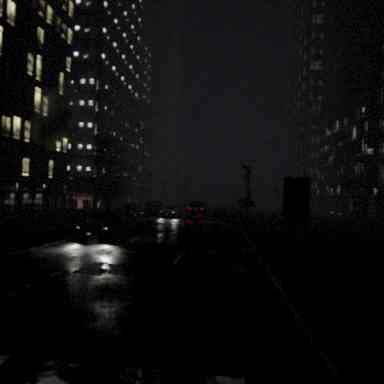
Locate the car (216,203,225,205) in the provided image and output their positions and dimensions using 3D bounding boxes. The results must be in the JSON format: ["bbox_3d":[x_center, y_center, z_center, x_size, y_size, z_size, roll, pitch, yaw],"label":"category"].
[{"bbox_3d":[4.519,2.842,52.962,1.947,1.339,4.313,2,-1,5],"label":"car"}]

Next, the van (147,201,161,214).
[{"bbox_3d":[-4.878,2.029,42.541,1.690,1.788,3.998,2,-1,5],"label":"van"}]

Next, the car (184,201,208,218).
[{"bbox_3d":[0.693,2.094,40.418,2.150,2.045,5.566,2,-1,6],"label":"car"}]

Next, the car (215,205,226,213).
[{"bbox_3d":[5.051,2.991,58.578,1.802,1.307,4.206,2,-1,5],"label":"car"}]

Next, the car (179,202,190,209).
[{"bbox_3d":[-1.684,3.053,76.223,1.947,1.339,4.313,2,-1,5],"label":"car"}]

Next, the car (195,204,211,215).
[{"bbox_3d":[1.779,2.642,52.221,2.128,1.511,4.902,2,-1,6],"label":"car"}]

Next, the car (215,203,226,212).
[{"bbox_3d":[5.590,2.983,64.196,1.967,1.590,4.097,2,-1,5],"label":"car"}]

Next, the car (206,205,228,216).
[{"bbox_3d":[2.918,2.441,36.115,1.947,1.339,4.313,2,-1,5],"label":"car"}]

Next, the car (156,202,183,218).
[{"bbox_3d":[-2.578,2.234,38.936,1.812,1.442,4.674,2,-1,6],"label":"car"}]

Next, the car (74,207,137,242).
[{"bbox_3d":[-4.616,1.730,17.903,1.812,1.442,4.674,2,-1,5],"label":"car"}]

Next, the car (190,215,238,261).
[{"bbox_3d":[0.912,1.893,13.642,2.008,1.369,4.403,2,-1,5],"label":"car"}]

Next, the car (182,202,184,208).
[{"bbox_3d":[-2.751,2.803,64.994,1.802,1.307,4.206,2,-1,5],"label":"car"}]

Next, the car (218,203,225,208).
[{"bbox_3d":[8.255,3.751,92.274,1.887,1.381,4.507,2,-1,5],"label":"car"}]

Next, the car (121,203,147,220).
[{"bbox_3d":[-5.948,1.860,31.310,1.967,1.590,4.097,2,-1,5],"label":"car"}]

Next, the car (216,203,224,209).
[{"bbox_3d":[6.989,3.436,82.330,1.882,1.535,5.008,2,-1,5],"label":"car"}]
